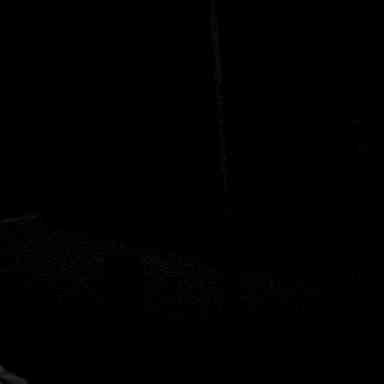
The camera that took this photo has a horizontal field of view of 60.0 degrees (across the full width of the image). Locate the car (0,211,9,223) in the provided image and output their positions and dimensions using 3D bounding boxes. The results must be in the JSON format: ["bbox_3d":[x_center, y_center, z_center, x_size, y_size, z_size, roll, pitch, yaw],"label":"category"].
[{"bbox_3d":[-14.920,1.739,22.811,1.895,1.301,4.718,-4,0,8],"label":"car"}]
